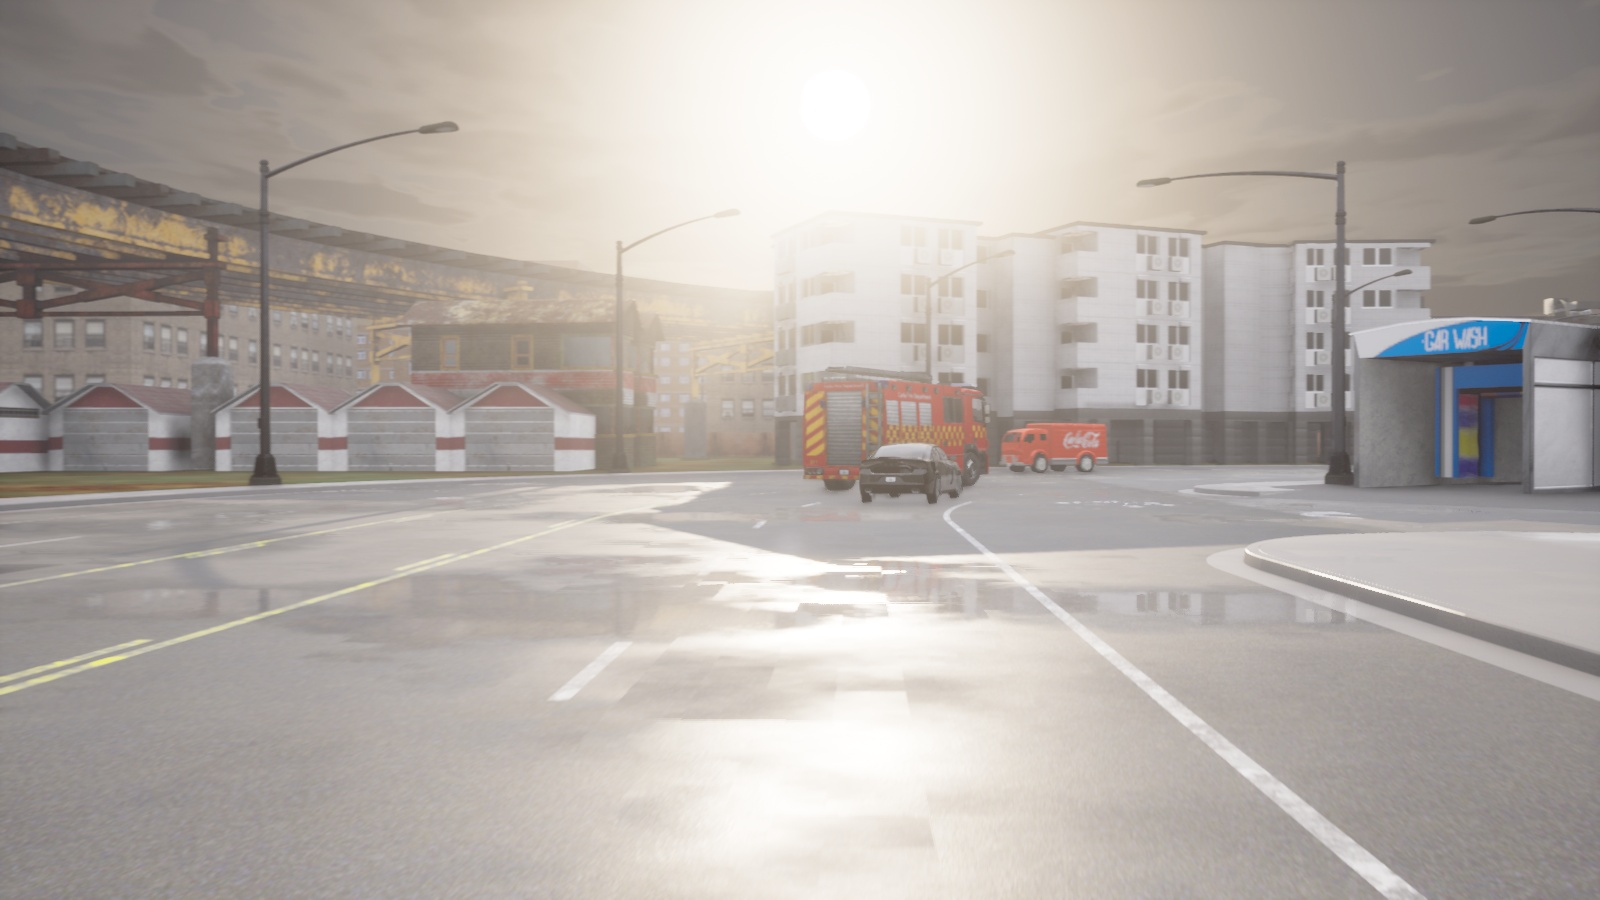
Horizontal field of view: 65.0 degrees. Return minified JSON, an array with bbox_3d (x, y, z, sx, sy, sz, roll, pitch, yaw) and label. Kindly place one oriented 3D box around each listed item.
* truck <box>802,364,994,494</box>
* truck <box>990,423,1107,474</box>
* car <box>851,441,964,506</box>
[{"bbox_3d":[3.448,-0.649,41.288,2.891,3.827,8.468,0,0,30],"label":"truck"},{"bbox_3d":[12.353,-0.081,62.492,5.204,2.467,2.627,0,0,-26],"label":"truck"},{"bbox_3d":[2.876,0.543,32.489,1.882,1.535,5.008,0,0,17],"label":"car"}]
